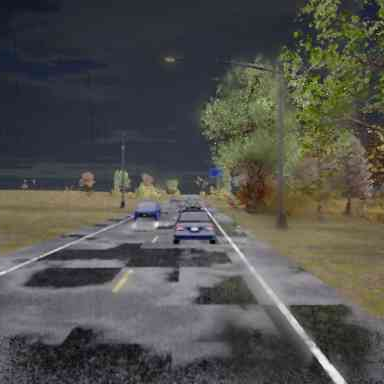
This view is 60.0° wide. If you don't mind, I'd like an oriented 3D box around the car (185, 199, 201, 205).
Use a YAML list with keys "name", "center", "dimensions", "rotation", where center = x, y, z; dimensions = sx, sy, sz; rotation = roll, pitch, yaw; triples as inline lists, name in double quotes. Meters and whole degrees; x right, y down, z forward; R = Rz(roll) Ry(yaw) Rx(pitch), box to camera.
- name: "car"
  center: [0.113, 1.550, 40.958]
  dimensions: [2.033, 1.411, 5.357]
  rotation: [0, 0, 0]

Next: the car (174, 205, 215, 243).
- name: "car"
  center: [0.107, 1.546, 15.971]
  dimensions: [2.033, 1.411, 5.357]
  rotation: [0, 0, 0]

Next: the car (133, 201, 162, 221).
- name: "car"
  center: [-3.589, 1.478, 27.514]
  dimensions: [1.882, 1.535, 5.008]
  rotation: [0, 0, 0]

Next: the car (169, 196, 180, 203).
- name: "car"
  center: [-3.482, 1.566, 67.464]
  dimensions: [1.994, 1.385, 4.181]
  rotation: [0, 0, 0]
